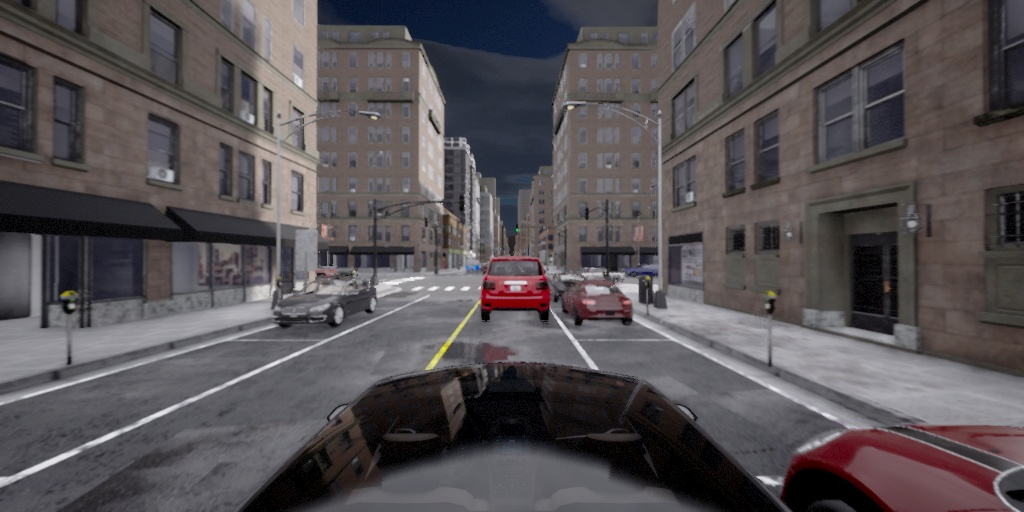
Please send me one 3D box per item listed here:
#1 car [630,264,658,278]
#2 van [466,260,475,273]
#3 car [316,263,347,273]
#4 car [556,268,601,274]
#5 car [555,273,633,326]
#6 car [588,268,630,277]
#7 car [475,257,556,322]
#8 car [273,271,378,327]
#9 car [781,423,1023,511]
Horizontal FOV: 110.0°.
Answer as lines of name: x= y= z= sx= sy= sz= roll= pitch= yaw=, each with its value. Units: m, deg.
car: x=14.525 y=1.610 z=39.393 sx=4.674 sy=1.442 sz=1.812 roll=0 pitch=0 yaw=-2
van: x=-5.714 y=1.520 z=52.083 sx=1.690 sy=1.789 sz=3.998 roll=0 pitch=0 yaw=0
car: x=-16.467 y=1.315 z=29.255 sx=4.553 sy=1.767 sz=2.097 roll=0 pitch=0 yaw=1
car: x=2.668 y=1.433 z=17.399 sx=2.007 sy=1.370 sz=4.403 roll=0 pitch=0 yaw=0
car: x=2.668 y=1.417 z=11.806 sx=1.802 sy=1.307 sz=4.207 roll=0 pitch=0 yaw=0
car: x=6.787 y=1.599 z=29.300 sx=4.718 sy=1.301 sz=1.895 roll=0 pitch=-1 yaw=-16
car: x=0.089 y=1.062 z=12.957 sx=2.150 sy=2.045 sz=5.566 roll=0 pitch=-1 yaw=0
car: x=-5.858 y=1.385 z=11.800 sx=2.007 sy=1.370 sz=4.403 roll=0 pitch=0 yaw=0
car: x=2.668 y=1.181 z=0.617 sx=1.967 sy=1.591 sz=4.097 roll=0 pitch=0 yaw=0
